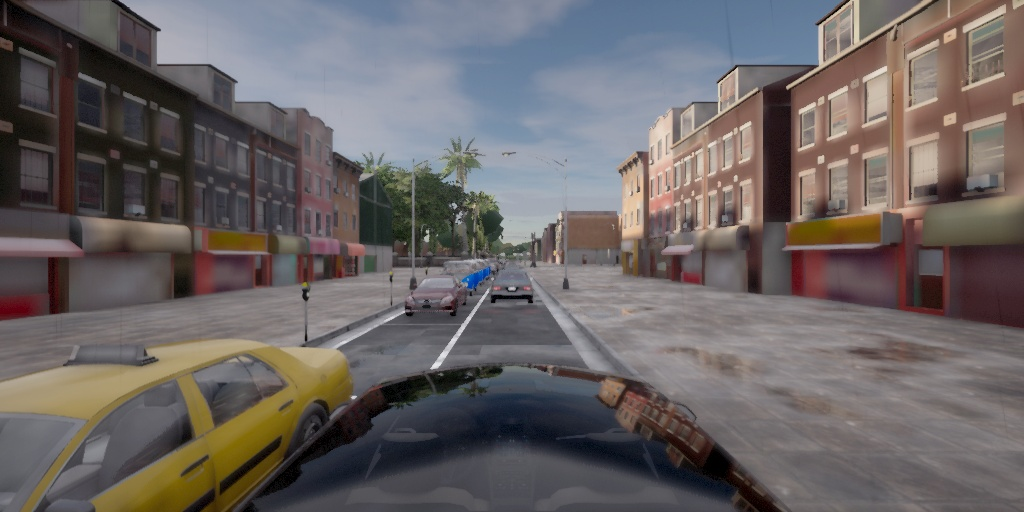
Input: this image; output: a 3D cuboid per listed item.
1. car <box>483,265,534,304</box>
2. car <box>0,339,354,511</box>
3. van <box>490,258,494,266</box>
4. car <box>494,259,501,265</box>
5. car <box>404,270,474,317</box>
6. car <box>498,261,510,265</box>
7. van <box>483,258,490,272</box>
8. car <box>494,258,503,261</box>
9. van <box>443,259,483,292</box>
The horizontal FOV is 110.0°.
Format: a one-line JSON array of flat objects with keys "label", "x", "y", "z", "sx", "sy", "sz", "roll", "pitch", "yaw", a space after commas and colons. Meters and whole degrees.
[{"label": "car", "x": 0.000, "y": 1.327, "z": 16.501, "sx": 2.033, "sy": 1.411, "sz": 5.357, "roll": 0, "pitch": 0, "yaw": 0}, {"label": "car", "x": -2.637, "y": 1.273, "z": 2.098, "sx": 1.751, "sy": 1.417, "sz": 4.829, "roll": 0, "pitch": 0, "yaw": 0}, {"label": "van", "x": -2.637, "y": 1.121, "z": 29.586, "sx": 1.690, "sy": 1.789, "sz": 3.998, "roll": 0, "pitch": 0, "yaw": 0}, {"label": "car", "x": -2.637, "y": 1.347, "z": 40.515, "sx": 2.007, "sy": 1.370, "sz": 4.403, "roll": 0, "pitch": 0, "yaw": 0}, {"label": "car", "x": -2.638, "y": 1.340, "z": 13.193, "sx": 1.802, "sy": 1.307, "sz": 4.207, "roll": 0, "pitch": 0, "yaw": 0}, {"label": "car", "x": 0.000, "y": 1.400, "z": 31.531, "sx": 1.895, "sy": 1.301, "sz": 4.718, "roll": 0, "pitch": 0, "yaw": 0}, {"label": "van", "x": -2.637, "y": 1.114, "z": 24.122, "sx": 1.690, "sy": 1.789, "sz": 3.998, "roll": 0, "pitch": 0, "yaw": 0}, {"label": "car", "x": -2.637, "y": 1.121, "z": 45.978, "sx": 2.192, "sy": 1.841, "sz": 5.009, "roll": 0, "pitch": 0, "yaw": 0}, {"label": "van", "x": -2.638, "y": 1.106, "z": 18.658, "sx": 1.690, "sy": 1.789, "sz": 3.998, "roll": 0, "pitch": 0, "yaw": 0}]
